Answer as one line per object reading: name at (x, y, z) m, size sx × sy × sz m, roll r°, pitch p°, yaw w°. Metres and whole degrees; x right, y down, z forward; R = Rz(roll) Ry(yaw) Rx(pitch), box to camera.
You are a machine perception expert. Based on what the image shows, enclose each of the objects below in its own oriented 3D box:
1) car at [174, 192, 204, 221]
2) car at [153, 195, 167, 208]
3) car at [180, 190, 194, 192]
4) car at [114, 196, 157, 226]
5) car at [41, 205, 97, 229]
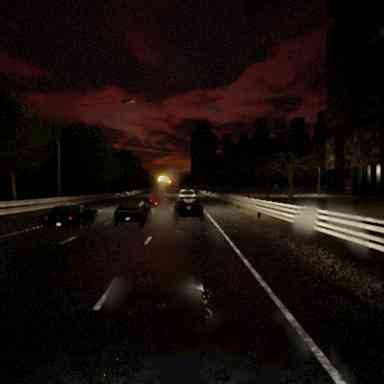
car at (-0.237, 1.087, 24.800) m, size 2.097 × 1.767 × 4.553 m, roll 0°, pitch 1°, yaw -1°
car at (-4.067, 1.077, 39.626) m, size 1.812 × 1.442 × 4.674 m, roll 0°, pitch 1°, yaw -1°
car at (-0.621, 0.738, 41.771) m, size 2.150 × 2.045 × 5.566 m, roll 0°, pitch 1°, yaw -1°
car at (-3.668, 1.275, 21.187) m, size 2.128 × 1.511 × 4.902 m, roll 0°, pitch 1°, yaw -1°
car at (-7.143, 1.404, 19.951) m, size 1.895 × 1.301 × 4.718 m, roll 0°, pitch 1°, yaw -1°
